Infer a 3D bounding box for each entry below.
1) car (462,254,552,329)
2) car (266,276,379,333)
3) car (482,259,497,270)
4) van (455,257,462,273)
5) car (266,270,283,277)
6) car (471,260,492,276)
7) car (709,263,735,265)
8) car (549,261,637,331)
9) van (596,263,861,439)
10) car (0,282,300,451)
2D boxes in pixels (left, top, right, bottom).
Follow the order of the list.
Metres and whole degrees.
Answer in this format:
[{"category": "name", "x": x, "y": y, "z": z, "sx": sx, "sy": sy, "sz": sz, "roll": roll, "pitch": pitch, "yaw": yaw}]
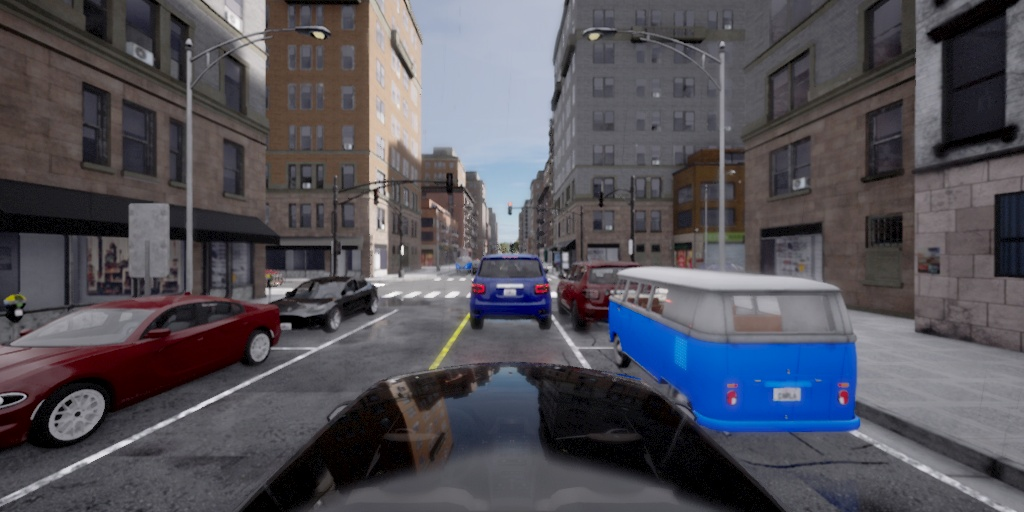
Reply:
[{"category": "car", "x": 0.001, "y": 0.958, "z": 11.282, "sx": 2.150, "sy": 2.045, "sz": 5.566, "roll": 0, "pitch": 0, "yaw": 1}, {"category": "car", "x": -5.442, "y": 1.303, "z": 10.736, "sx": 1.948, "sy": 1.339, "sz": 4.313, "roll": 0, "pitch": 0, "yaw": 0}, {"category": "car", "x": -3.173, "y": 1.201, "z": 51.377, "sx": 1.812, "sy": 1.442, "sz": 4.674, "roll": 0, "pitch": 0, "yaw": 0}, {"category": "van", "x": -5.680, "y": 1.030, "z": 42.699, "sx": 1.690, "sy": 1.789, "sz": 3.998, "roll": 0, "pitch": 0, "yaw": 0}, {"category": "car", "x": -16.984, "y": 1.140, "z": 22.535, "sx": 4.553, "sy": 1.767, "sz": 2.097, "roll": 0, "pitch": 0, "yaw": 0}, {"category": "car", "x": -3.080, "y": 1.202, "z": 37.062, "sx": 1.837, "sy": 1.490, "sz": 4.892, "roll": 0, "pitch": 0, "yaw": 0}, {"category": "car", "x": 14.599, "y": 1.192, "z": 25.747, "sx": 5.357, "sy": 1.411, "sz": 2.033, "roll": 0, "pitch": 0, "yaw": 0}, {"category": "car", "x": 2.583, "y": 1.052, "z": 10.791, "sx": 2.192, "sy": 1.841, "sz": 5.009, "roll": 0, "pitch": 0, "yaw": 0}, {"category": "van", "x": 2.620, "y": 1.086, "z": 5.279, "sx": 1.690, "sy": 1.789, "sz": 3.998, "roll": 0, "pitch": 0, "yaw": 0}, {"category": "car", "x": -5.405, "y": 1.290, "z": 5.225, "sx": 1.888, "sy": 1.381, "sz": 4.507, "roll": 0, "pitch": 0, "yaw": 0}]
